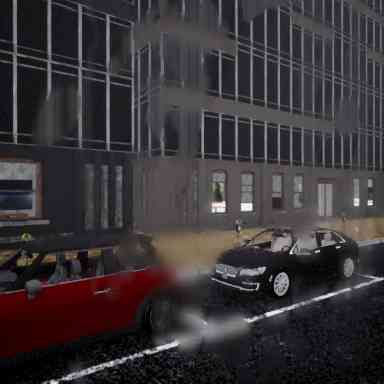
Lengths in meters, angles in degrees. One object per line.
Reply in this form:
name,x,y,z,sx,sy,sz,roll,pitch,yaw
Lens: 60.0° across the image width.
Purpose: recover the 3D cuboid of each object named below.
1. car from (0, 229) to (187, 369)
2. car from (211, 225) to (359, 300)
car,-2.166,1.440,5.016,4.097,1.590,1.967,0,0,-36
car,2.467,1.550,8.321,4.403,1.369,2.008,0,0,-36
